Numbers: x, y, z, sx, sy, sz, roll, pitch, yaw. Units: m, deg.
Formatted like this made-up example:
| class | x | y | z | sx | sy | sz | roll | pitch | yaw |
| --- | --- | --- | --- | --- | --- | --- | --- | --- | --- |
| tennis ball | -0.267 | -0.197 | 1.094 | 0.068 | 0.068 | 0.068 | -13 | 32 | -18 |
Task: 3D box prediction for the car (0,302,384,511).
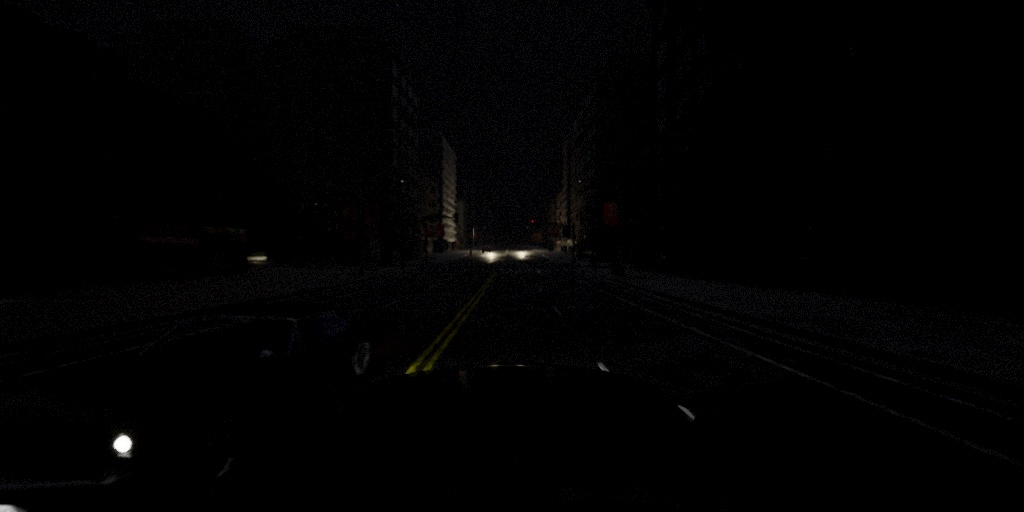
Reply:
| class | x | y | z | sx | sy | sz | roll | pitch | yaw |
| --- | --- | --- | --- | --- | --- | --- | --- | --- | --- |
| car | -3.353 | 1.347 | 4.561 | 1.895 | 1.301 | 4.718 | 0 | 0 | 0 |
